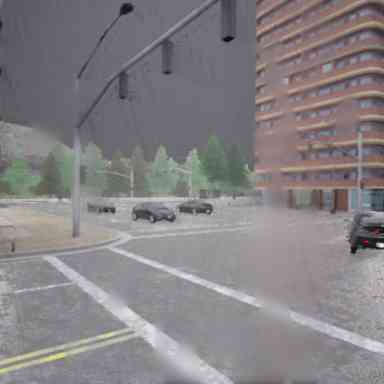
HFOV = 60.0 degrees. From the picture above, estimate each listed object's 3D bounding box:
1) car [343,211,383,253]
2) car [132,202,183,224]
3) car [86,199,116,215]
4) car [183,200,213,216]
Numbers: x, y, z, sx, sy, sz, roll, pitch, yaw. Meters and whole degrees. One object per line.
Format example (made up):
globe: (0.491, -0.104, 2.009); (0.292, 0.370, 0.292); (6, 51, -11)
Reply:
car: (7.308, 1.547, 13.396); (1.837, 1.490, 4.892); (1, 0, 23)
car: (-3.004, 1.544, 25.700); (1.837, 1.490, 4.892); (0, 0, -35)
car: (-9.648, 1.518, 35.218); (1.882, 1.535, 5.008); (0, 1, -35)
car: (0.171, 1.566, 33.671); (1.837, 1.490, 4.892); (0, 0, -35)
